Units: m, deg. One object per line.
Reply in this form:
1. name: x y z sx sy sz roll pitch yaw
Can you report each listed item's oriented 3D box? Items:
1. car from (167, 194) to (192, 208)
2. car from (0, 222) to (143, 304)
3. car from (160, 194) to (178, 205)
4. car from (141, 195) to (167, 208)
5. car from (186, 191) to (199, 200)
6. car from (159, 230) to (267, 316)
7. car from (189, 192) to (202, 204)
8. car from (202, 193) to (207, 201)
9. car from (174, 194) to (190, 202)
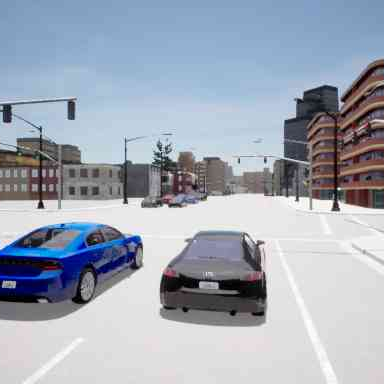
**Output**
1. car: -1.919 1.409 46.892 2.033 1.411 5.357 0 1 11
2. car: -2.747 1.478 8.289 1.882 1.535 5.008 0 0 11
3. car: -3.793 1.226 55.481 1.882 1.535 5.008 0 1 11
4. car: -5.555 1.230 46.515 2.097 1.767 4.553 0 1 11
5. car: 0.057 0.752 74.936 2.097 1.767 4.553 0 1 11
6. car: 0.690 1.564 7.643 1.994 1.385 4.181 0 0 12
7. car: -0.084 1.249 56.297 1.812 1.442 4.674 0 1 11
8. car: 1.875 1.052 66.120 1.837 1.490 4.892 0 1 12
9. car: -1.886 1.124 65.132 2.033 1.411 5.357 0 1 11
